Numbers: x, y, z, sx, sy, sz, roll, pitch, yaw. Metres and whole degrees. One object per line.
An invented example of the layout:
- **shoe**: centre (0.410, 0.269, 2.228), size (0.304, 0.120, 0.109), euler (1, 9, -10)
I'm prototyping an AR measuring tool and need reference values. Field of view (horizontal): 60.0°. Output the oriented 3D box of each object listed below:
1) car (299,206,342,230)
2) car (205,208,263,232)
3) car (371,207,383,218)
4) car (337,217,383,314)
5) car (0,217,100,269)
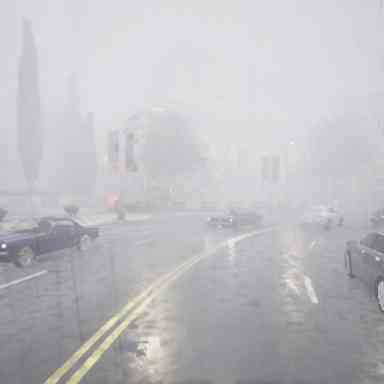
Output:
- **car**: centre (8.758, 1.655, 22.532), size (1.812, 1.442, 4.674), euler (1, 0, 38)
- **car**: centre (2.710, 1.658, 20.640), size (1.895, 1.301, 4.718), euler (1, 0, 32)
- **car**: centre (14.804, 1.747, 24.213), size (5.357, 1.411, 2.033), euler (1, 0, -42)
- **car**: centre (4.765, 1.569, 7.369), size (1.837, 1.490, 4.892), euler (0, 0, 13)
- **car**: centre (-5.206, 1.556, 11.324), size (1.895, 1.301, 4.718), euler (1, 0, 17)
